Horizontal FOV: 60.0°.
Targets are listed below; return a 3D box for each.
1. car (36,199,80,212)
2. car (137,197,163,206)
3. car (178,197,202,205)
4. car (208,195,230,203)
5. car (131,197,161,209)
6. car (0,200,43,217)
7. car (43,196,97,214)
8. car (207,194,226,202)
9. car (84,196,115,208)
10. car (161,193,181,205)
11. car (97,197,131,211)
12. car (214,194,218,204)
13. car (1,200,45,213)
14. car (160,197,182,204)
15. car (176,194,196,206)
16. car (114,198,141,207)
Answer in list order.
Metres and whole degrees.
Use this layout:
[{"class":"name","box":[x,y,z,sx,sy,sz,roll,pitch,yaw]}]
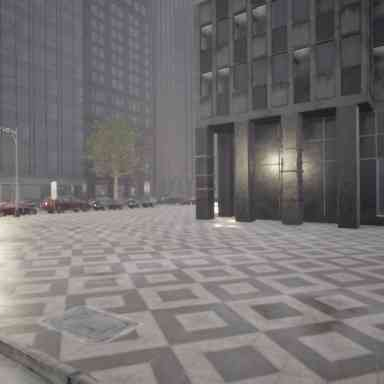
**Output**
[{"class":"car","box":[-16.076,1.560,40.136,1.812,1.442,4.674,-1,0,35]},{"class":"car","box":[-7.210,1.544,57.819,1.752,1.417,4.829,-1,0,35]},{"class":"car","box":[-0.298,1.505,57.339,1.994,1.385,4.181,-1,0,34]},{"class":"car","box":[5.374,1.416,65.560,2.128,1.511,4.902,-1,0,35]},{"class":"car","box":[-6.516,1.508,43.830,1.947,1.339,4.313,-1,0,35]},{"class":"car","box":[-16.133,1.575,29.914,1.802,1.307,4.206,-1,0,35]},{"class":"car","box":[-12.929,1.289,34.555,2.192,1.841,5.009,-1,0,35]},{"class":"car","box":[5.711,1.295,76.518,2.192,1.841,5.009,-1,0,35]},{"class":"car","box":[-13.527,1.483,48.681,1.967,1.590,4.097,-1,0,35]},{"class":"car","box":[-3.794,1.207,57.780,2.150,2.045,5.566,-1,-1,35]},{"class":"car","box":[-9.721,1.524,39.192,1.947,1.339,4.313,-1,0,35]},{"class":"car","box":[3.100,1.222,57.748,2.192,1.841,5.009,-1,0,35]},{"class":"car","box":[-19.938,1.641,39.403,1.947,1.339,4.313,-1,0,35]},{"class":"car","box":[-3.906,1.573,62.599,1.947,1.339,4.313,-1,0,35]},{"class":"car","box":[-0.104,1.462,53.108,1.887,1.381,4.507,-1,0,35]},{"class":"car","box":[-10.319,1.612,53.320,1.802,1.307,4.206,-1,0,35]}]
